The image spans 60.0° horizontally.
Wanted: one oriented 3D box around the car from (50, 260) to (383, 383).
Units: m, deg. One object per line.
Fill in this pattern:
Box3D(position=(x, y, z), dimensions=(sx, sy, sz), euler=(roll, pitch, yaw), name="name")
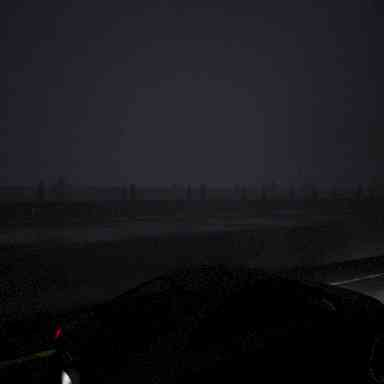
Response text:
Box3D(position=(0.603, 1.554, 3.926), dimensions=(4.181, 1.385, 1.994), euler=(0, 0, -34), name="car")
